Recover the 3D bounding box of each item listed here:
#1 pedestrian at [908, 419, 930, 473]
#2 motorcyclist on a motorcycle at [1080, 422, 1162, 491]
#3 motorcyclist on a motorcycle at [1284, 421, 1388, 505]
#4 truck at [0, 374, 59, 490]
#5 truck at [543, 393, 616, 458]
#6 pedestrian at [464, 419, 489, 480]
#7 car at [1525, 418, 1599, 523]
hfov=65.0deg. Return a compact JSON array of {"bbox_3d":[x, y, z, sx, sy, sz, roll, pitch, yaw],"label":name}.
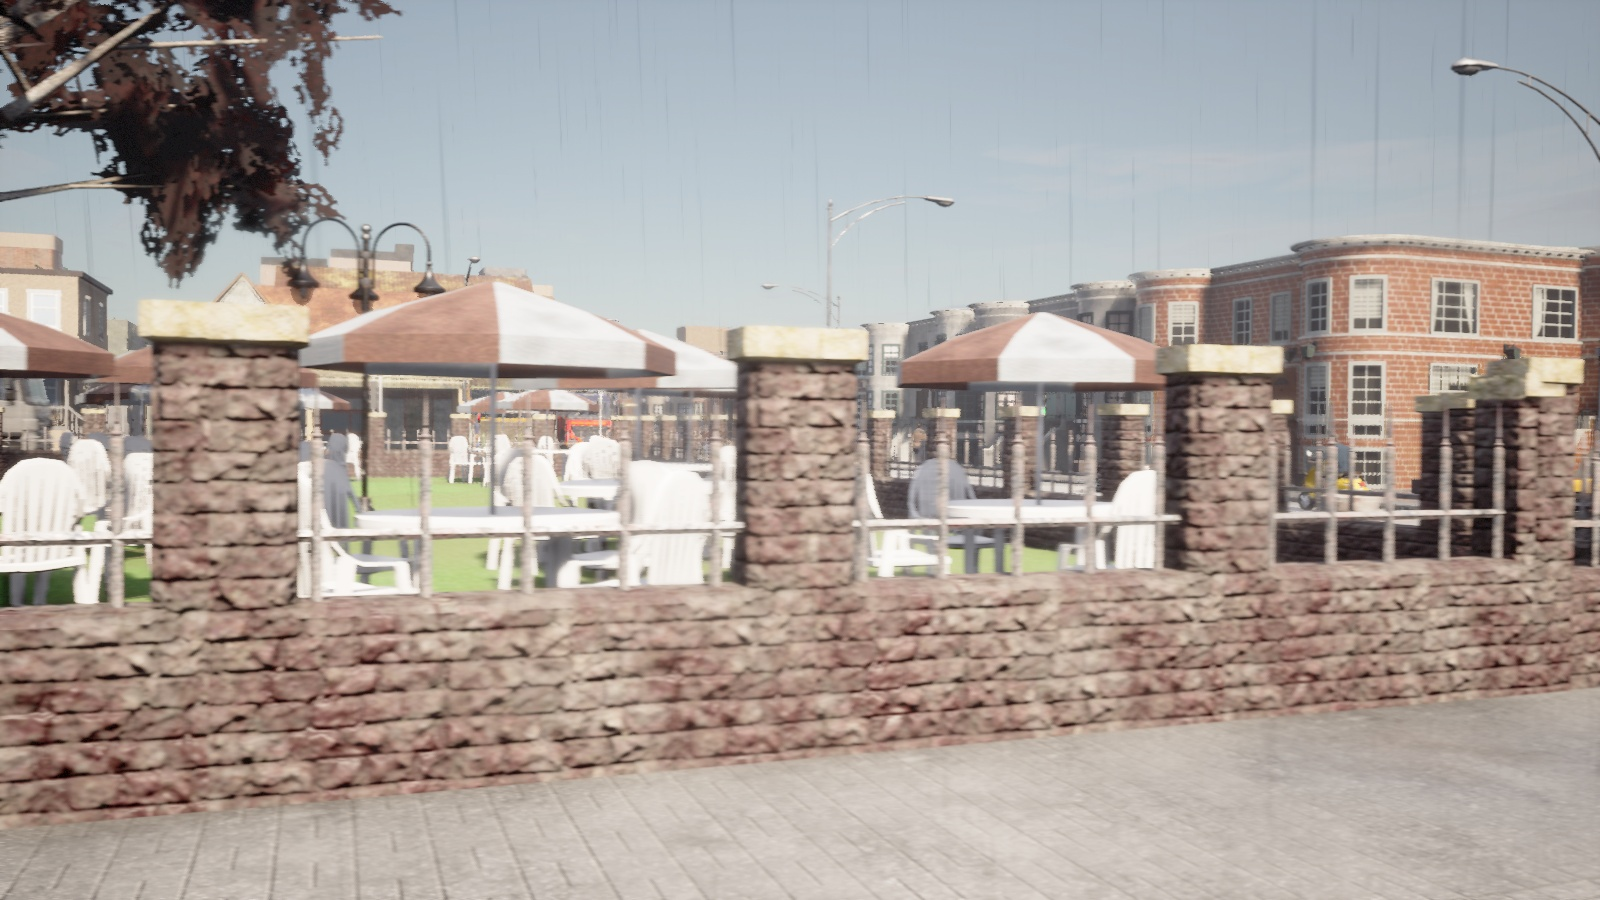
[{"bbox_3d":[4.040,-0.145,42.499,0.328,1.805,0.869,0,1,36],"label":"pedestrian"},{"bbox_3d":[8.046,0.148,31.581,0.766,1.649,2.350,-1,1,-21],"label":"motorcyclist on a motorcycle"},{"bbox_3d":[10.587,0.232,24.869,0.866,1.590,1.817,-1,1,-21],"label":"motorcyclist on a motorcycle"},{"bbox_3d":[-27.063,-0.503,37.625,7.936,3.462,2.891,-1,1,-21],"label":"truck"},{"bbox_3d":[-13.844,-1.488,78.150,2.891,3.827,8.468,-1,1,-21],"label":"truck"},{"bbox_3d":[-9.865,-0.008,38.284,0.706,1.836,0.354,-1,1,-19],"label":"pedestrian"},{"bbox_3d":[13.312,0.304,17.768,1.801,1.575,5.366,-1,1,-21],"label":"car"}]
